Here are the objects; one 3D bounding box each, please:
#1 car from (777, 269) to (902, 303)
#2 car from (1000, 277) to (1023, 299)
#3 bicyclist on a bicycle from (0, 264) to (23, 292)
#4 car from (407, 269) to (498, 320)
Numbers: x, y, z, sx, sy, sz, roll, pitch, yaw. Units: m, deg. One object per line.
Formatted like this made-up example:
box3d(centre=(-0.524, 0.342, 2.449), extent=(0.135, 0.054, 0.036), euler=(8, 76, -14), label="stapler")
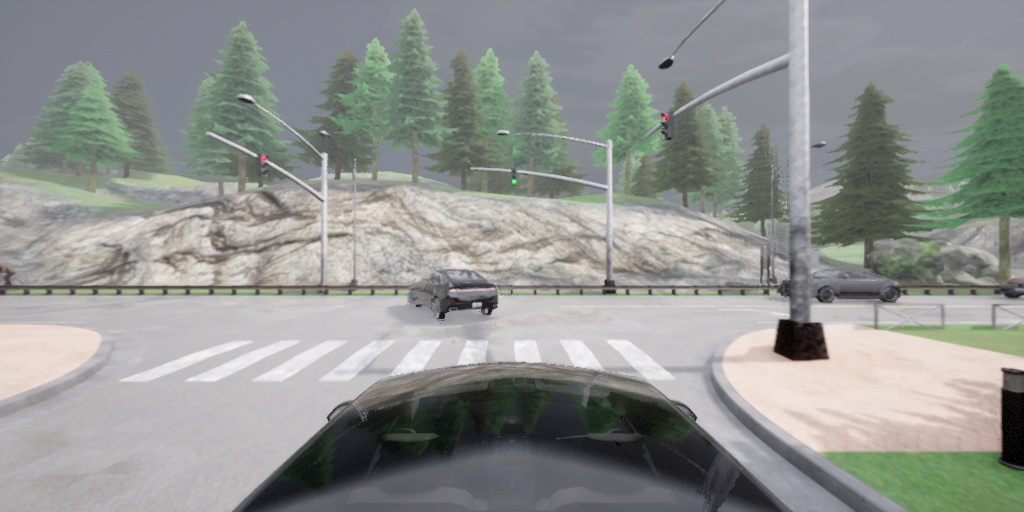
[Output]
box3d(centre=(14.103, 1.251, 15.607), extent=(4.181, 1.385, 1.994), euler=(0, 0, 0), label="car")
box3d(centre=(24.405, 1.213, 15.579), extent=(4.674, 1.442, 1.812), euler=(0, 0, 0), label="car")
box3d(centre=(-27.043, 1.145, 18.986), extent=(0.582, 1.620, 1.656), euler=(0, 1, 0), label="bicyclist on a bicycle")
box3d(centre=(-2.213, 1.201, 12.556), extent=(2.128, 1.511, 4.902), euler=(0, 0, -29), label="car")
